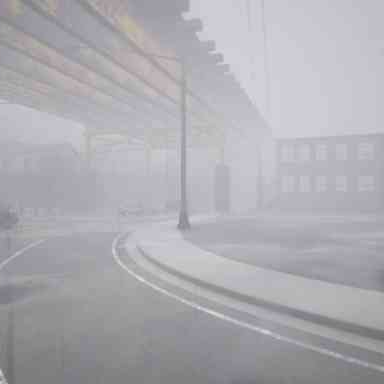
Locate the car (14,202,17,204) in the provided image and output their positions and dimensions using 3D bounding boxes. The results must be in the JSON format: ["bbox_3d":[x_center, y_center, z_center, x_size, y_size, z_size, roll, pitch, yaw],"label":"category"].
[{"bbox_3d":[-23.063,1.681,37.578,4.974,1.542,2.038,0,0,-9],"label":"car"}]

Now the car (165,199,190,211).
[{"bbox_3d":[-1.765,1.653,43.284,1.882,1.535,5.008,0,0,20],"label":"car"}]

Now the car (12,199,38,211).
[{"bbox_3d":[-20.050,1.521,39.772,1.853,1.218,4.536,0,0,-39],"label":"car"}]

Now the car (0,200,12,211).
[{"bbox_3d":[-23.115,1.524,37.570,4.536,1.218,1.853,0,0,-9],"label":"car"}]

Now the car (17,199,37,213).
[{"bbox_3d":[-20.016,1.679,39.731,2.038,1.542,4.974,0,0,-39],"label":"car"}]

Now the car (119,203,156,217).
[{"bbox_3d":[-5.361,1.751,33.503,1.895,1.301,4.718,0,0,19],"label":"car"}]

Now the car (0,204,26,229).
[{"bbox_3d":[-12.575,1.669,19.965,2.033,1.411,5.357,0,0,2],"label":"car"}]
